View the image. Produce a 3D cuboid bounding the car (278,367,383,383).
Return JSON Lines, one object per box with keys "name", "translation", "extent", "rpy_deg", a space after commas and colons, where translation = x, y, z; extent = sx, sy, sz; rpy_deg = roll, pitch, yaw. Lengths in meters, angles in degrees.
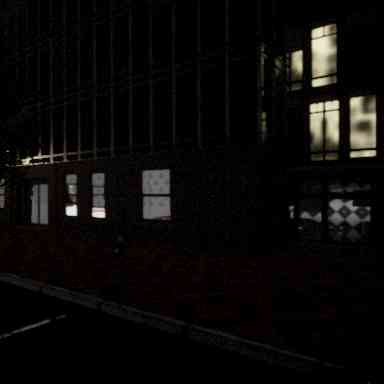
{"name": "car", "translation": [2.222, 1.567, 1.299], "extent": [4.206, 1.307, 1.802], "rpy_deg": [0, 0, 35]}
